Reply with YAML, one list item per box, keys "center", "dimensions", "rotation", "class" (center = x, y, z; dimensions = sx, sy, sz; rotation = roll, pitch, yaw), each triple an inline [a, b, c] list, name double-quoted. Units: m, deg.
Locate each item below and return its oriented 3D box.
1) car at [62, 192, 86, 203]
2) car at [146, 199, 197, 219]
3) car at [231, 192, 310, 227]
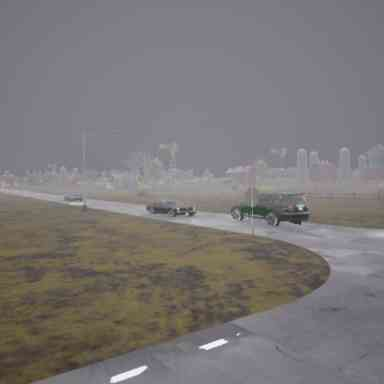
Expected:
- center: [-16.416, 0.692, 46.006]
  dimensions: [2.033, 1.411, 5.357]
  rotation: [-1, 2, -36]
  class: "car"
- center: [-1.665, 1.252, 25.722]
  dimensions: [1.895, 1.301, 4.718]
  rotation: [-1, 2, -36]
  class: "car"
- center: [4.778, 0.988, 21.033]
  dimensions: [2.150, 2.045, 5.566]
  rotation: [-1, 1, -30]
  class: "car"
